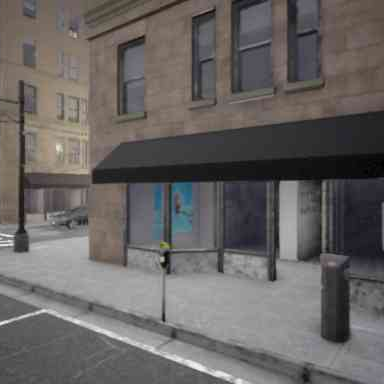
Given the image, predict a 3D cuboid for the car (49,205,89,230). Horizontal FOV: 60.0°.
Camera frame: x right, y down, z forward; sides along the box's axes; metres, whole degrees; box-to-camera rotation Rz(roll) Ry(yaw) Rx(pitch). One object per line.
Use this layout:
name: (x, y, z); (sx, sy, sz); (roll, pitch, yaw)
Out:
car: (-6.960, 1.595, 21.932); (1.812, 1.442, 4.674); (0, 0, 37)
